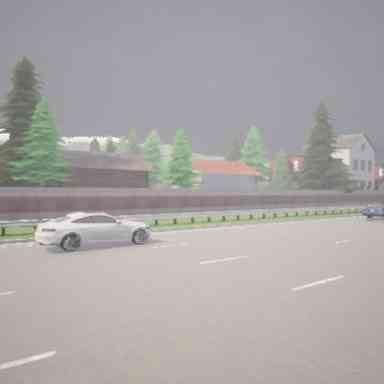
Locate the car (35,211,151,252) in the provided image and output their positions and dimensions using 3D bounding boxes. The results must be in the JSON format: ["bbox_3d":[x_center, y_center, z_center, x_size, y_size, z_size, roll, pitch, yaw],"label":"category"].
[{"bbox_3d":[-3.960,1.533,13.822,4.674,1.442,1.812,0,0,-36],"label":"car"}]

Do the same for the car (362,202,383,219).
[{"bbox_3d":[16.779,1.593,28.629,5.357,1.411,2.033,0,0,-36],"label":"car"}]
